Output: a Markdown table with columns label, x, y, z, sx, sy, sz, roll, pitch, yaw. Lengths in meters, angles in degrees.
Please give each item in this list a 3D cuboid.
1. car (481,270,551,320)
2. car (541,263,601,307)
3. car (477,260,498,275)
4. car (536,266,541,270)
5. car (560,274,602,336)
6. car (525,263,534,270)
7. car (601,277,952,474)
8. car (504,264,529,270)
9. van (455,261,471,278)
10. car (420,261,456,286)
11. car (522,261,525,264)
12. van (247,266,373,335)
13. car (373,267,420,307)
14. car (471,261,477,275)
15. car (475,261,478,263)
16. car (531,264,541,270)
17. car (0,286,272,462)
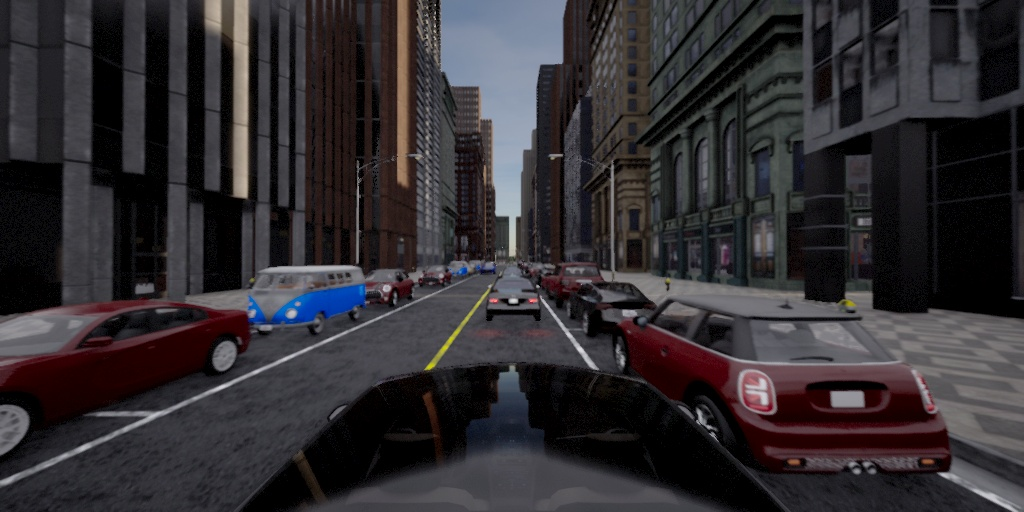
| label | x | y | z | sx | sy | sz | roll | pitch | yaw |
| --- | --- | --- | --- | --- | --- | --- | --- | --- | --- |
| car | 0.061 | 1.409 | 13.169 | 2.033 | 1.411 | 5.357 | 0 | -1 | 0 |
| car | 2.755 | 1.205 | 16.154 | 2.192 | 1.841 | 5.009 | 0 | 0 | 0 |
| car | -3.114 | 1.675 | 47.544 | 1.882 | 1.535 | 5.008 | 0 | -1 | 0 |
| car | 2.752 | 1.490 | 21.790 | 1.888 | 1.381 | 4.507 | 0 | 0 | 0 |
| car | 2.758 | 1.401 | 10.518 | 1.948 | 1.339 | 4.313 | 0 | 0 | 0 |
| car | 2.743 | 1.549 | 38.697 | 1.967 | 1.591 | 4.097 | 0 | 0 | 0 |
| car | 2.761 | 1.221 | 4.881 | 1.967 | 1.591 | 4.097 | 0 | 0 | 0 |
| car | 0.054 | 1.555 | 28.201 | 2.033 | 1.411 | 5.357 | 0 | -1 | 0 |
| van | -5.782 | 1.450 | 38.686 | 1.690 | 1.789 | 3.998 | 0 | 0 | 0 |
| car | -5.776 | 1.440 | 27.413 | 1.967 | 1.591 | 4.097 | 0 | 0 | 0 |
| car | 2.737 | 1.787 | 49.969 | 1.948 | 1.339 | 4.313 | 0 | 0 | 0 |
| van | -5.767 | 1.176 | 10.504 | 1.690 | 1.789 | 3.998 | 0 | 0 | 0 |
| car | -5.770 | 1.330 | 16.140 | 1.967 | 1.591 | 4.097 | 0 | 0 | 0 |
| car | -5.785 | 1.691 | 44.152 | 1.751 | 1.417 | 4.829 | 0 | 0 | 0 |
| car | -5.788 | 1.772 | 49.958 | 2.007 | 1.370 | 4.403 | 0 | 0 | 0 |
| car | 2.749 | 1.566 | 27.426 | 1.948 | 1.339 | 4.313 | 0 | 0 | 0 |
| car | -5.764 | 1.326 | 4.867 | 1.888 | 1.381 | 4.507 | 0 | 0 | 0 |
